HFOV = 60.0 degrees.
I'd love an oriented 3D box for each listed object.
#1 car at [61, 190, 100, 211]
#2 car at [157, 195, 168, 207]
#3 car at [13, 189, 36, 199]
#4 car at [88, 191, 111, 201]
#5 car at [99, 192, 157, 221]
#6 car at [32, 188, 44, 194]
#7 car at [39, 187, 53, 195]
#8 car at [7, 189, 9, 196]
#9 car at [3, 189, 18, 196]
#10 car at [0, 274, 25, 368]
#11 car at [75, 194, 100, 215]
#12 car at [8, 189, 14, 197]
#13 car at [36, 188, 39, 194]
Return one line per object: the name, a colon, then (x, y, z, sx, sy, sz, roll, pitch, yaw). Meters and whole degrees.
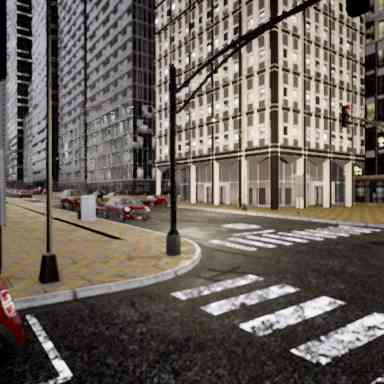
car: (-10.917, 0.712, 31.450, 2.192, 1.841, 5.009, 1, 0, -36)
car: (-4.157, 0.950, 36.395, 1.802, 1.307, 4.206, 1, 0, -36)
car: (-27.200, 0.405, 54.074, 1.887, 1.381, 4.507, 1, 0, -36)
car: (-13.927, 0.612, 49.975, 1.947, 1.339, 4.313, 1, 0, -36)
car: (-4.409, 1.052, 22.401, 1.967, 1.590, 4.097, 1, 0, -36)
car: (-39.980, -0.245, 86.187, 1.947, 1.339, 4.313, 1, 0, -36)
car: (-33.466, -0.052, 77.133, 1.887, 1.381, 4.507, 1, 0, -36)
car: (-33.711, 0.191, 63.124, 1.887, 1.381, 4.507, 1, 0, -36)
car: (-36.966, 0.090, 67.649, 2.008, 1.369, 4.403, 1, 0, -36)
car: (-4.186, 1.443, 3.571, 4.097, 1.590, 1.967, 0, 0, -36)
car: (-7.668, 1.086, 26.926, 1.802, 1.307, 4.206, 1, 0, -36)
car: (-30.455, 0.304, 58.599, 2.008, 1.369, 4.403, 1, 0, -36)
car: (-36.718, -0.389, 81.659, 2.192, 1.841, 5.009, 1, 0, -36)
